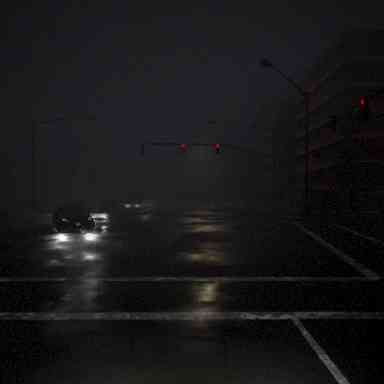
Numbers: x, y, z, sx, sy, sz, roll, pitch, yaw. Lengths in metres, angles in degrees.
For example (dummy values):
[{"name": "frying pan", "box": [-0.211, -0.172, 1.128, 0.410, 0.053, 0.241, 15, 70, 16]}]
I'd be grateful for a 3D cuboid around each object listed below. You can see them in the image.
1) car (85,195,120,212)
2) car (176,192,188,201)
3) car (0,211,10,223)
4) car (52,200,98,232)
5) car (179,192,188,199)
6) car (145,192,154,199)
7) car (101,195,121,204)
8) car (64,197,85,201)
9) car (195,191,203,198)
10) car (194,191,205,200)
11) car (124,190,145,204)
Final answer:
[{"name": "car", "box": [-9.490, 1.348, 36.094, 2.128, 1.511, 4.902, 0, 1, 1]}, {"name": "car", "box": [-1.950, 0.962, 62.683, 2.033, 1.411, 5.357, 0, 1, 0]}, {"name": "car", "box": [-14.535, 1.557, 21.680, 1.895, 1.301, 4.718, 0, 0, 22]}, {"name": "car", "box": [-7.408, 1.487, 20.323, 1.812, 1.442, 4.674, -1, 0, -30]}, {"name": "car", "box": [-1.882, 0.742, 75.897, 2.033, 1.411, 5.357, 0, 1, 1]}, {"name": "car", "box": [-8.969, 0.658, 69.148, 2.033, 1.411, 5.357, 0, 1, 1]}, {"name": "car", "box": [-12.768, 1.158, 52.685, 1.994, 1.385, 4.181, 0, 1, 1]}, {"name": "car", "box": [-12.988, 1.335, 36.366, 1.882, 1.535, 5.008, 0, 1, 1]}, {"name": "car", "box": [1.616, 0.609, 75.807, 1.837, 1.490, 4.892, 0, 1, 1]}, {"name": "car", "box": [1.489, 0.711, 65.761, 2.097, 1.767, 4.553, 0, 1, 1]}, {"name": "car", "box": [-9.263, 0.936, 53.167, 2.097, 1.767, 4.553, 0, 1, 1]}]
